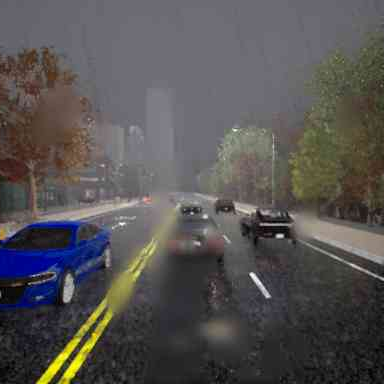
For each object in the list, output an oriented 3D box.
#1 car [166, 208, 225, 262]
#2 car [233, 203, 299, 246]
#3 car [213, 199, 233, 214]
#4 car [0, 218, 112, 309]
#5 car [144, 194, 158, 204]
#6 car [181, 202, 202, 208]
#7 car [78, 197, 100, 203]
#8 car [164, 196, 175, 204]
[{"bbox_3d":[0.101,1.520,11.970,2.033,1.411,5.357,0,0,0],"label":"car"},{"bbox_3d":[3.351,1.457,15.095,2.128,1.511,4.902,0,0,0],"label":"car"},{"bbox_3d":[3.161,1.401,33.525,1.882,1.535,5.008,0,0,-1],"label":"car"},{"bbox_3d":[-3.351,1.459,8.129,1.882,1.535,5.008,0,0,0],"label":"car"},{"bbox_3d":[-7.093,1.223,57.830,2.097,1.767,4.553,0,0,-1],"label":"car"},{"bbox_3d":[-0.045,1.531,30.802,1.895,1.301,4.718,0,0,-1],"label":"car"},{"bbox_3d":[-20.685,1.671,66.747,4.313,1.339,1.947,-1,1,-1],"label":"car"},{"bbox_3d":[-3.846,1.418,58.390,2.033,1.411,5.357,0,0,-1],"label":"car"}]
